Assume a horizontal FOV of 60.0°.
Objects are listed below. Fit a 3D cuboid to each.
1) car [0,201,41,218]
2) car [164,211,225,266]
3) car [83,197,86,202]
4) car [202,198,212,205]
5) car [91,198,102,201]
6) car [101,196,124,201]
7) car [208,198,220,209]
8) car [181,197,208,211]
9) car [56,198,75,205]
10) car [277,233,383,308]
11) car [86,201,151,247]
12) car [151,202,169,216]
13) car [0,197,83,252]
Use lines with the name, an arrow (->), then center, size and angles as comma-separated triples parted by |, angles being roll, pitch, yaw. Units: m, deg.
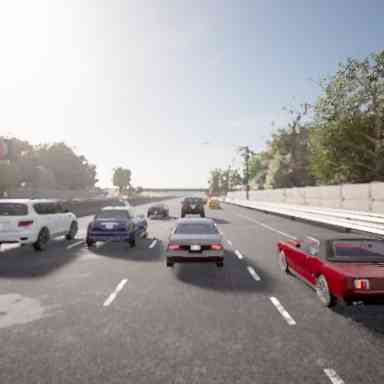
car -> -17.599, 1.741, 33.922 | 2.128, 1.511, 4.902 | 0, 0, 0
car -> 0.094, 1.634, 11.853 | 2.033, 1.411, 5.357 | 0, 0, 0
car -> -24.516, 1.824, 72.352 | 1.882, 1.535, 5.008 | 0, 0, 0
car -> 3.483, 2.133, 76.643 | 2.033, 1.411, 5.357 | 0, -1, 0
car -> -21.016, 1.997, 73.828 | 1.882, 1.535, 5.008 | 0, 0, 0
car -> -6.909, 1.590, 32.292 | 2.097, 1.767, 4.553 | 0, 0, 0
car -> 3.488, 1.881, 54.626 | 1.882, 1.535, 5.008 | 0, 0, 0
car -> 0.092, 1.457, 31.837 | 2.150, 2.045, 5.566 | 0, 0, 0
car -> -28.016, 2.059, 73.826 | 2.033, 1.411, 5.357 | 0, 0, 0
car -> 3.501, 1.649, 8.005 | 1.895, 1.301, 4.718 | 0, 0, 0
car -> -3.405, 1.468, 15.835 | 2.097, 1.767, 4.553 | 0, 0, 0
car -> -3.409, 1.774, 33.650 | 1.812, 1.442, 4.674 | 0, 0, 0
car -> -6.907, 1.328, 14.666 | 2.150, 2.045, 5.566 | 0, 0, 0
